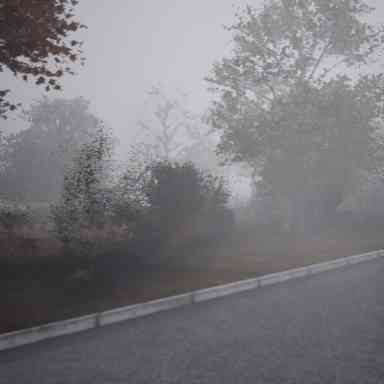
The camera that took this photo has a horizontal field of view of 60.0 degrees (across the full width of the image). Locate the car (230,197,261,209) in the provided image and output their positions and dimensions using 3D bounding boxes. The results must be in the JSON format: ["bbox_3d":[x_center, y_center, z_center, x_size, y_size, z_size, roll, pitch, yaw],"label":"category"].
[{"bbox_3d":[9.971,2.011,62.408,2.435,2.045,5.566,0,0,-36],"label":"car"}]

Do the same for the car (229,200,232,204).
[{"bbox_3d":[5.503,2.285,59.114,2.097,1.535,5.008,0,0,-36],"label":"car"}]

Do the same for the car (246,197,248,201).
[{"bbox_3d":[7.747,2.274,60.747,2.097,1.535,5.008,0,0,-36],"label":"car"}]

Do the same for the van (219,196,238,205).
[{"bbox_3d":[8.527,2.034,77.352,1.878,1.987,4.442,0,0,-36],"label":"van"}]
